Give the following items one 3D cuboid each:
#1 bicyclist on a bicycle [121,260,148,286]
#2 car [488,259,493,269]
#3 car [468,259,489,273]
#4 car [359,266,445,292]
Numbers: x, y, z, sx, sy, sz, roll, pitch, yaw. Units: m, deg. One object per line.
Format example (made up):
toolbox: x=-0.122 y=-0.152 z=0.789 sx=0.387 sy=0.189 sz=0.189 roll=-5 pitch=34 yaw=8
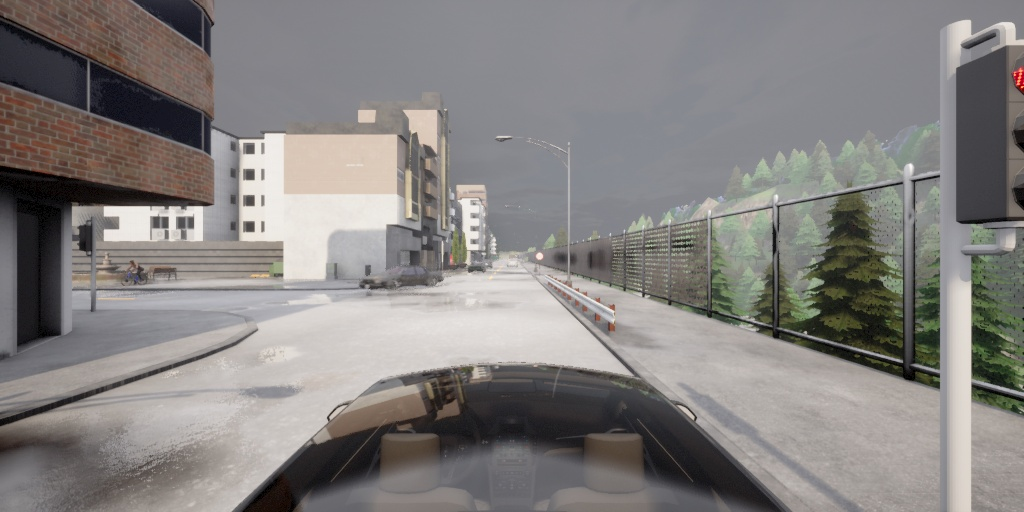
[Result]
bicyclist on a bicycle: x=-24.284 y=1.099 z=23.067 sx=0.582 sy=1.620 sz=1.656 roll=0 pitch=0 yaw=0
car: x=-4.087 y=1.238 z=56.759 sx=2.128 sy=1.511 sz=4.902 roll=0 pitch=0 yaw=0
car: x=-4.099 y=1.350 z=42.420 sx=1.895 sy=1.301 sz=4.718 roll=0 pitch=0 yaw=0
car: x=-6.495 y=1.298 z=21.907 sx=2.033 sy=1.411 sz=5.357 roll=0 pitch=0 yaw=33
